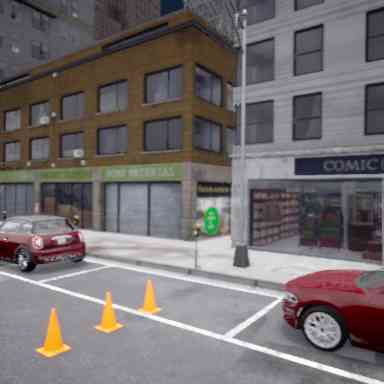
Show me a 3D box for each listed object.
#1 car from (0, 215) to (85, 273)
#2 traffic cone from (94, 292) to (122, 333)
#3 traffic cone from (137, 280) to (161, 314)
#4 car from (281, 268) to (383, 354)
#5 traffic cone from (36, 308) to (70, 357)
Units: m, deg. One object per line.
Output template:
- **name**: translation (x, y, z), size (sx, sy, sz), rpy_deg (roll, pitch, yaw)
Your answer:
- **car**: translation (-5.427, 1.482, 10.991), size (4.097, 1.590, 1.967), rpy_deg (0, 0, 36)
- **traffic cone**: translation (-1.407, 1.981, 5.597), size (0.340, 0.580, 0.340), rpy_deg (0, 0, 36)
- **traffic cone**: translation (-0.824, 1.986, 6.409), size (0.340, 0.580, 0.340), rpy_deg (0, 0, 36)
- **car**: translation (3.508, 1.578, 4.557), size (4.507, 1.381, 1.887), rpy_deg (0, 0, 36)
- **traffic cone**: translation (-1.992, 1.975, 4.786), size (0.340, 0.580, 0.340), rpy_deg (0, 0, 36)
